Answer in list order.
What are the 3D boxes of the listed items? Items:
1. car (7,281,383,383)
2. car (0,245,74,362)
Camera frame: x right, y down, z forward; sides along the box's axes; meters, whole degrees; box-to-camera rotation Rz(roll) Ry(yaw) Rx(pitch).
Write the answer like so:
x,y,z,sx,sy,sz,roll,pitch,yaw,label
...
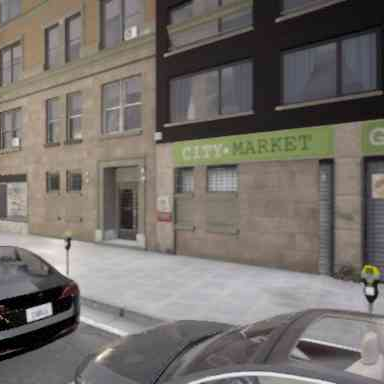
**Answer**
x,y,z,sx,sy,sz,roll,pitch,yaw,label
0.921,1.550,2.193,4.403,1.369,2.008,0,0,35,car
-3.625,1.560,5.436,4.313,1.339,1.947,0,0,35,car
